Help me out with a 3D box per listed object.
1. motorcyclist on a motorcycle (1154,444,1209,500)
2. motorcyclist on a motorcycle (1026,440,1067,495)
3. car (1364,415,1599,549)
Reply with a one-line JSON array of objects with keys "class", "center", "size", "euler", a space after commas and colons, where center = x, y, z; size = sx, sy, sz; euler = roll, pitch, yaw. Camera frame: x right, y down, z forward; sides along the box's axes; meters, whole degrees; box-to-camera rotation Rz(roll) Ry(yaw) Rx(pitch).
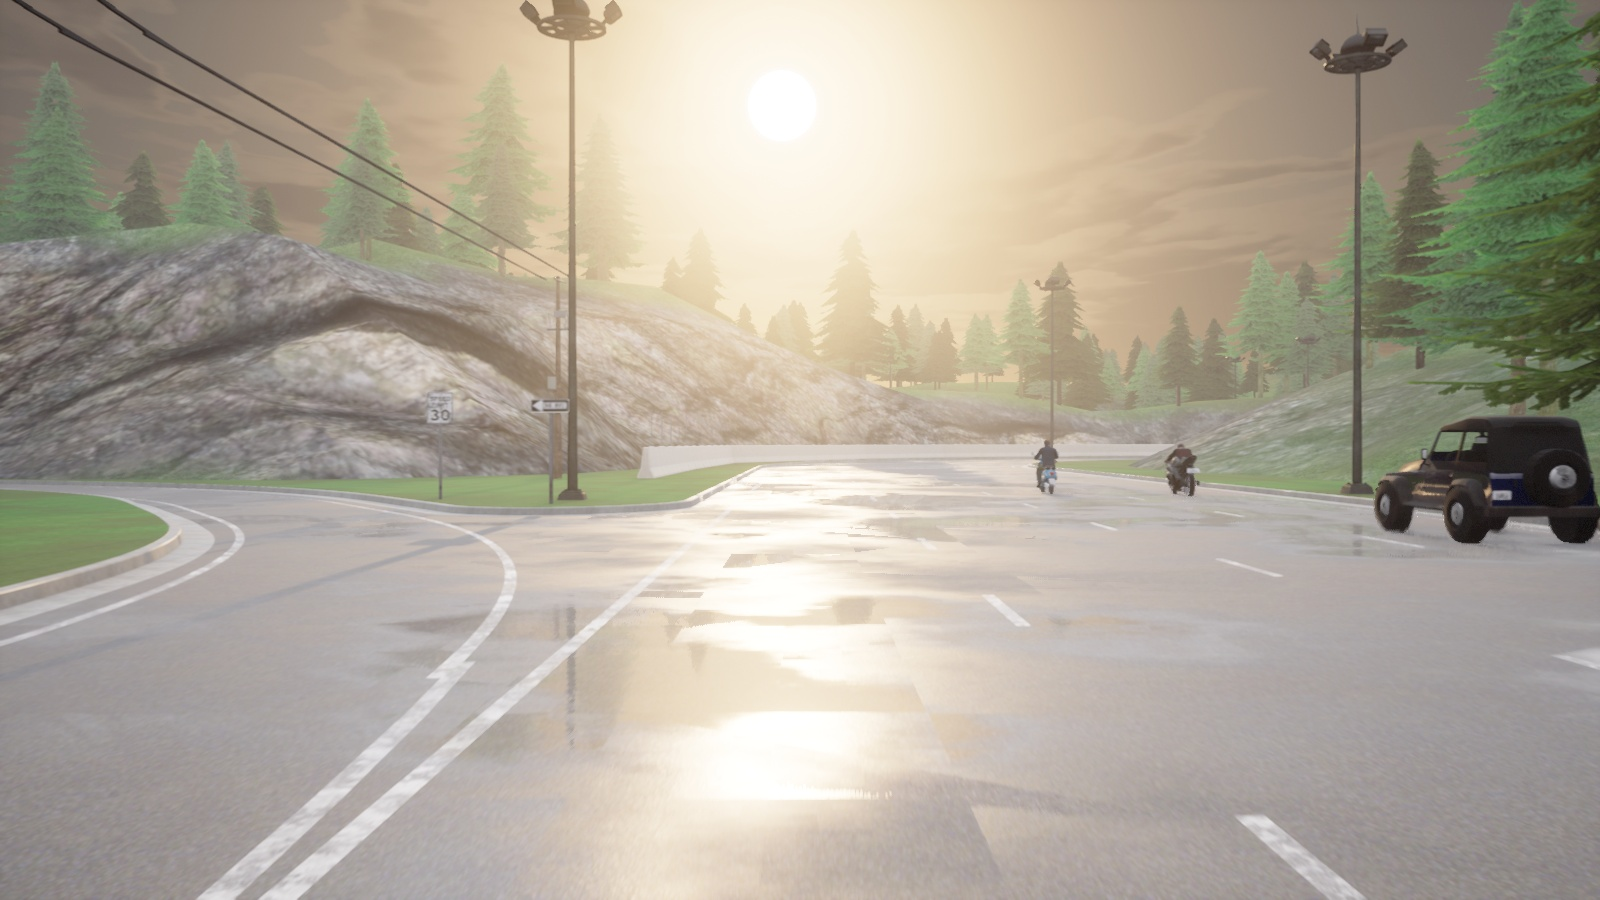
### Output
[{"class": "motorcyclist on a motorcycle", "center": [10.718, 0.591, 35.362], "size": [0.866, 1.530, 2.191], "euler": [0, 0, 0]}, {"class": "motorcyclist on a motorcycle", "center": [7.227, 0.498, 36.860], "size": [0.866, 1.590, 1.817], "euler": [0, 0, 0]}, {"class": "car", "center": [10.628, 0.440, 19.604], "size": [1.905, 1.878, 3.866], "euler": [0, 0, 0]}]
